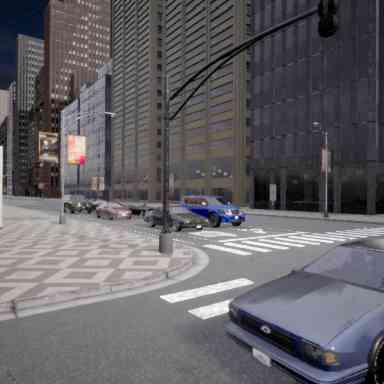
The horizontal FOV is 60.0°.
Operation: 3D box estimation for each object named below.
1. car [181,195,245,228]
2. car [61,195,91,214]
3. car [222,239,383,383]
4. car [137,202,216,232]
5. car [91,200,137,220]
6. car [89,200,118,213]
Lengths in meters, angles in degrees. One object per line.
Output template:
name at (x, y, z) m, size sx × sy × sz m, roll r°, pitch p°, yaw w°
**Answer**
car at (1.175, 1.269, 23.126) m, size 2.150 × 2.045 × 5.566 m, roll 1°, pitch -1°, yaw -36°
car at (-13.076, 1.324, 37.492) m, size 2.150 × 2.045 × 5.566 m, roll 1°, pitch -1°, yaw -36°
car at (3.097, 1.513, 5.270) m, size 5.357 × 1.411 × 2.033 m, roll -1°, pitch 0°, yaw -31°
car at (-1.153, 1.569, 20.803) m, size 2.033 × 1.411 × 5.357 m, roll 1°, pitch -1°, yaw -35°
car at (-6.851, 1.585, 28.769) m, size 1.812 × 1.442 × 4.674 m, roll 1°, pitch -1°, yaw -36°
car at (-10.564, 1.653, 39.562) m, size 1.812 × 1.442 × 4.674 m, roll 1°, pitch -1°, yaw -35°
